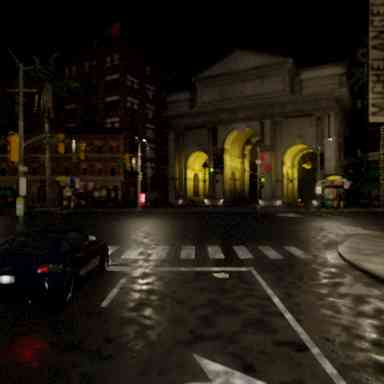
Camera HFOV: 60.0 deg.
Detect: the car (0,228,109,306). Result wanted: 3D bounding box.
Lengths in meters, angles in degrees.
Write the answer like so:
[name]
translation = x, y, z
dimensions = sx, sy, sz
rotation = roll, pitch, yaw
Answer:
[car]
translation = -3.412, 1.569, 8.106
dimensions = 1.994, 1.385, 4.181
rotation = 0, 0, 0
